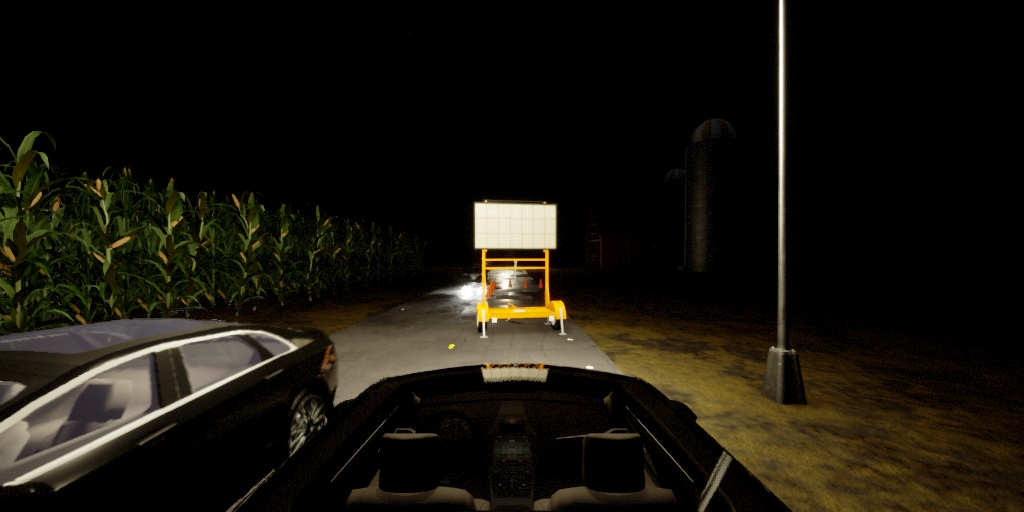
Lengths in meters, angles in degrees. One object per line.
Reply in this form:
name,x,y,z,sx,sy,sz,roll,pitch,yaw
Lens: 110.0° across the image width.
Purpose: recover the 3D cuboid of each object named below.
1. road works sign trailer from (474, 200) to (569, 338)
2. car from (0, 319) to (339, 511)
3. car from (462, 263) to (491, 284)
road works sign trailer,0.079,0.219,10.310,2.380,3.560,2.880,0,0,-9
car,-2.842,1.241,2.028,2.128,1.511,4.902,0,0,0
car,-2.690,1.297,27.669,2.128,1.511,4.902,0,0,0
